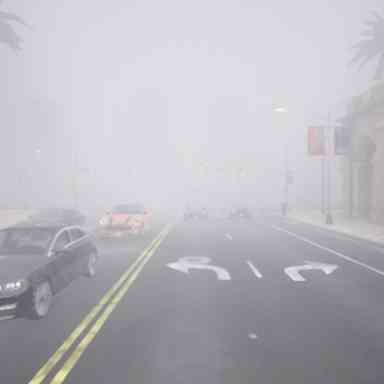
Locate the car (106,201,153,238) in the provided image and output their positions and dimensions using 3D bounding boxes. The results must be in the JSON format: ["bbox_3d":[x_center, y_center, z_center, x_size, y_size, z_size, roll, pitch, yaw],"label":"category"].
[{"bbox_3d":[-3.399,1.390,17.735,2.097,1.767,4.553,0,0,1],"label":"car"}]

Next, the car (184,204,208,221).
[{"bbox_3d":[0.327,1.661,27.397,1.895,1.301,4.718,0,0,1],"label":"car"}]

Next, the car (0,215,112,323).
[{"bbox_3d":[-3.540,1.507,7.455,2.128,1.511,4.902,0,0,1],"label":"car"}]

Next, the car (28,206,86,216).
[{"bbox_3d":[-6.923,1.513,16.798,1.882,1.535,5.008,0,0,1],"label":"car"}]

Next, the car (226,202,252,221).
[{"bbox_3d":[3.883,1.587,27.759,1.812,1.442,4.674,0,0,3],"label":"car"}]
